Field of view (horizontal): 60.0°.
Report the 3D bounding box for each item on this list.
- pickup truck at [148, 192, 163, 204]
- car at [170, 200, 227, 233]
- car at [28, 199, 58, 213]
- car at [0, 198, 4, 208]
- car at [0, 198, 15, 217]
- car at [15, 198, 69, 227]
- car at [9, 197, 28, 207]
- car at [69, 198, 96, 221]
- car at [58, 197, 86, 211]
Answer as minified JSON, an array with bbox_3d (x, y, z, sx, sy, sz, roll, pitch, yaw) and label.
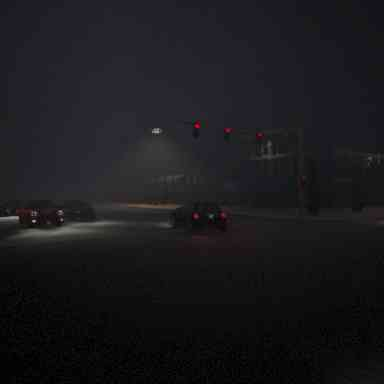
[{"bbox_3d":[-6.164,1.002,57.216,2.390,2.098,6.274,0,0,-6],"label":"pickup truck"},{"bbox_3d":[0.235,1.329,19.673,2.097,1.767,4.553,0,0,-21],"label":"car"},{"bbox_3d":[-17.075,1.530,37.859,2.033,1.411,5.357,0,0,-36],"label":"car"},{"bbox_3d":[-27.867,1.554,46.820,1.994,1.385,4.181,0,0,-35],"label":"car"},{"bbox_3d":[-16.867,1.554,31.629,1.994,1.385,4.181,0,0,-36],"label":"car"},{"bbox_3d":[-10.249,1.342,22.552,2.097,1.767,4.553,0,0,-36],"label":"car"},{"bbox_3d":[-26.954,1.546,51.563,1.994,1.385,4.181,0,0,-36],"label":"car"},{"bbox_3d":[-9.501,1.461,27.468,1.882,1.535,5.008,0,0,-36],"label":"car"},{"bbox_3d":[-14.973,1.453,41.256,1.882,1.535,5.008,0,0,-36],"label":"car"}]
